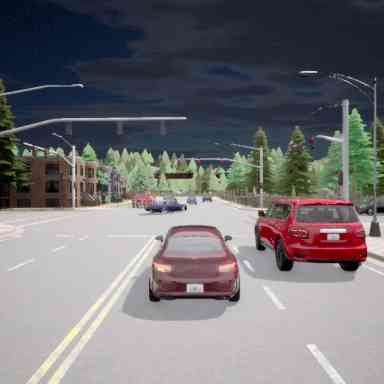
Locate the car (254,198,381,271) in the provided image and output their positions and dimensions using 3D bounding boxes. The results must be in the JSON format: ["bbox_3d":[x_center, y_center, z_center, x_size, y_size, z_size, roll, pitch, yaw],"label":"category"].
[{"bbox_3d":[3.555,1.221,11.025,2.150,2.045,5.566,0,0,0],"label":"car"}]

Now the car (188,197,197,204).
[{"bbox_3d":[-0.012,1.547,61.973,2.033,1.411,5.357,0,0,0],"label":"car"}]

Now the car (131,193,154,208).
[{"bbox_3d":[-7.161,1.221,47.869,2.150,2.045,5.566,0,0,2],"label":"car"}]

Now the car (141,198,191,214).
[{"bbox_3d":[-2.632,1.601,34.544,1.895,1.301,4.718,0,0,40],"label":"car"}]

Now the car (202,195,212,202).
[{"bbox_3d":[3.368,1.355,74.307,2.097,1.767,4.553,0,0,0],"label":"car"}]

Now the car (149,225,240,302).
[{"bbox_3d":[0.048,1.526,8.144,1.812,1.442,4.674,0,0,0],"label":"car"}]

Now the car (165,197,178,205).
[{"bbox_3d":[-3.690,1.564,59.752,1.994,1.385,4.181,0,0,0],"label":"car"}]

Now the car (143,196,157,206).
[{"bbox_3d":[-7.196,1.525,57.267,1.812,1.442,4.674,0,0,1],"label":"car"}]

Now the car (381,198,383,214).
[{"bbox_3d":[18.267,1.352,32.413,4.553,1.767,2.097,0,0,0],"label":"car"}]

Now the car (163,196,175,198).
[{"bbox_3d":[-3.693,1.352,51.144,2.097,1.767,4.553,0,0,0],"label":"car"}]
